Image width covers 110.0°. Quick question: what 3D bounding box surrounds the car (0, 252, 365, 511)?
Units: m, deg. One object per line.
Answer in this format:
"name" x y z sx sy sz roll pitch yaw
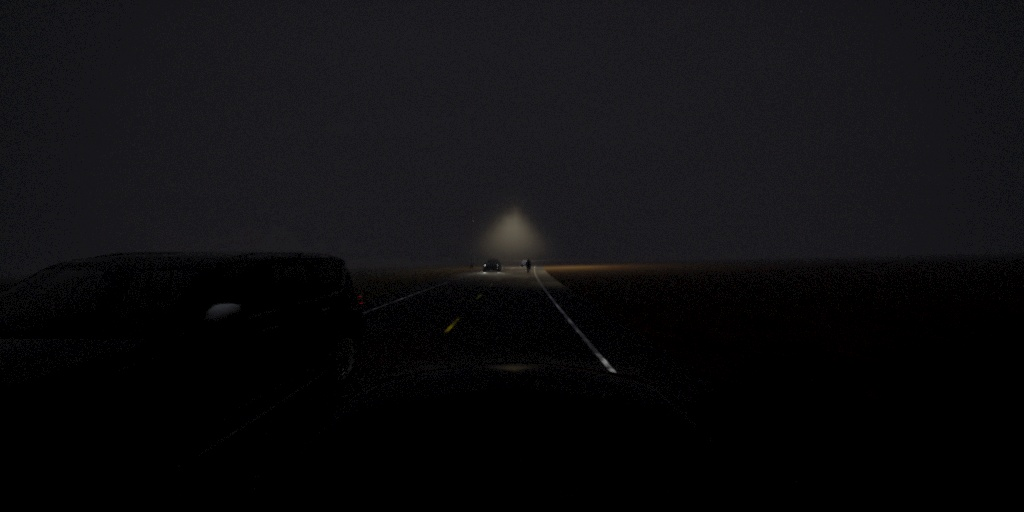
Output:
"car" -3.591 0.964 3.911 2.150 2.045 5.566 0 0 0

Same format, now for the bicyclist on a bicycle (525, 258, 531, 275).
"bicyclist on a bicycle" 1.612 1.145 35.336 0.659 1.776 1.843 0 0 2

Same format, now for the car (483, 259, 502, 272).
"car" -2.444 1.123 45.542 2.097 1.767 4.553 0 0 3
